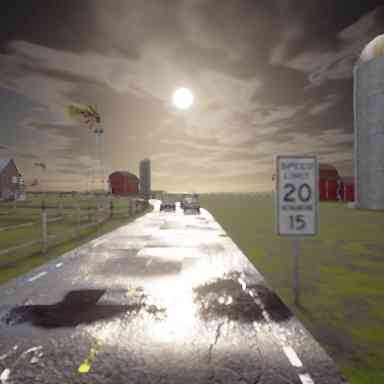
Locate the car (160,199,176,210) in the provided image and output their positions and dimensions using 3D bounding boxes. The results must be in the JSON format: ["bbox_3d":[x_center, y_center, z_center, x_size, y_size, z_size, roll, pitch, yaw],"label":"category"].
[{"bbox_3d":[-3.013,1.606,42.675,1.994,1.385,4.181,0,0,-2],"label":"car"}]

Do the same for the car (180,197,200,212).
[{"bbox_3d":[-0.073,1.535,38.578,2.128,1.511,4.902,0,0,-2],"label":"car"}]
